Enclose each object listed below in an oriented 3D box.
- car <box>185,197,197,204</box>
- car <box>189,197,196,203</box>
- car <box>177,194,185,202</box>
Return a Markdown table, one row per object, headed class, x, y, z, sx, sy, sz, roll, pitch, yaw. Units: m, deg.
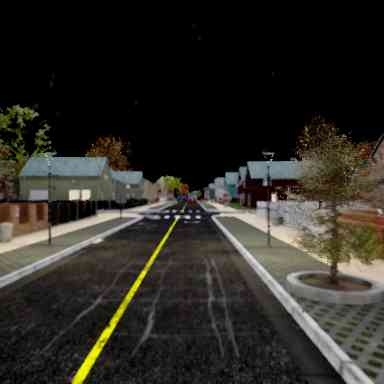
| class | x | y | z | sx | sy | sz | roll | pitch | yaw |
| --- | --- | --- | --- | --- | --- | --- | --- | --- | --- |
| car | 0.069 | 2.081 | 82.112 | 2.097 | 1.767 | 4.553 | 0 | -1 | 0 |
| car | 0.079 | 2.246 | 92.979 | 1.812 | 1.442 | 4.674 | 0 | -1 | 0 |
| car | -2.676 | 1.645 | 87.128 | 2.150 | 2.045 | 5.566 | 0 | -1 | 0 |
